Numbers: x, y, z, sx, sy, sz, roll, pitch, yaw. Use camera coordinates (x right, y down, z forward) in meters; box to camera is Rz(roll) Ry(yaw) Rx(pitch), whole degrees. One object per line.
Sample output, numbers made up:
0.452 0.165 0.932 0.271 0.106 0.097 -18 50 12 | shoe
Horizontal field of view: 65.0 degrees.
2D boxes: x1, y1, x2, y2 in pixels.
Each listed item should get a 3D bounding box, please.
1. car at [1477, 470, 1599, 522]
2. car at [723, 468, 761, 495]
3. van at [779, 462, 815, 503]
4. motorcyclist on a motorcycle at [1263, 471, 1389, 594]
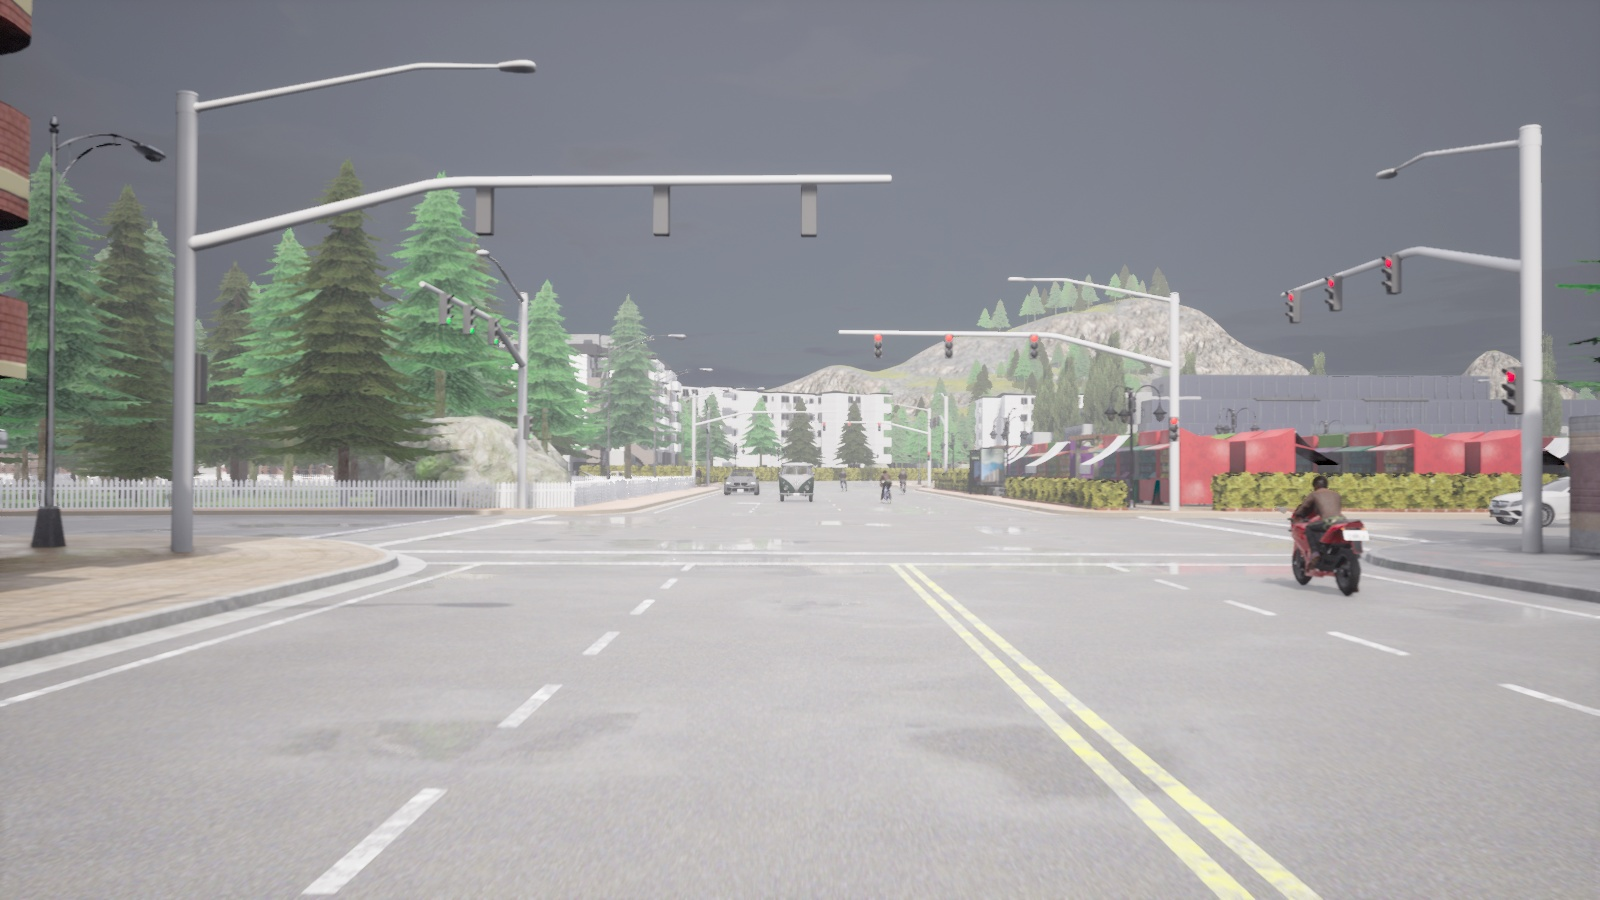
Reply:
22.358 1.302 36.232 4.674 1.442 1.812 0 -1 -1 | car
-3.704 2.025 80.746 2.242 1.667 4.611 0 -1 0 | car
-0.163 1.642 64.152 1.775 1.987 4.442 0 -1 0 | van
6.957 1.049 16.733 0.797 1.523 2.044 0 -1 0 | motorcyclist on a motorcycle
